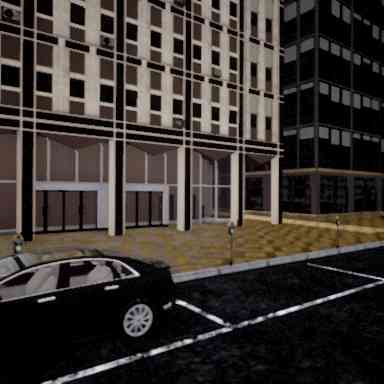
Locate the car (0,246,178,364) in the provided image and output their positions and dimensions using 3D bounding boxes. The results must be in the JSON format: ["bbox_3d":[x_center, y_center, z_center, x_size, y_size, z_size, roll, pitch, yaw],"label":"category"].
[{"bbox_3d":[-2.286,1.559,4.933,4.403,1.369,2.008,1,-1,-36],"label":"car"}]
